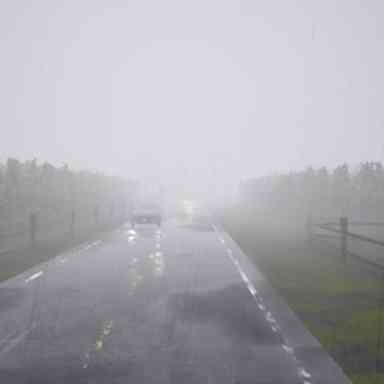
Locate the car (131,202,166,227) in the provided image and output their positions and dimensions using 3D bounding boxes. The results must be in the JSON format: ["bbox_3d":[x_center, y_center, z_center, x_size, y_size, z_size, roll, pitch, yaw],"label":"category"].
[{"bbox_3d":[-2.854,1.397,22.388,1.882,1.535,5.008,0,0,0],"label":"car"}]
